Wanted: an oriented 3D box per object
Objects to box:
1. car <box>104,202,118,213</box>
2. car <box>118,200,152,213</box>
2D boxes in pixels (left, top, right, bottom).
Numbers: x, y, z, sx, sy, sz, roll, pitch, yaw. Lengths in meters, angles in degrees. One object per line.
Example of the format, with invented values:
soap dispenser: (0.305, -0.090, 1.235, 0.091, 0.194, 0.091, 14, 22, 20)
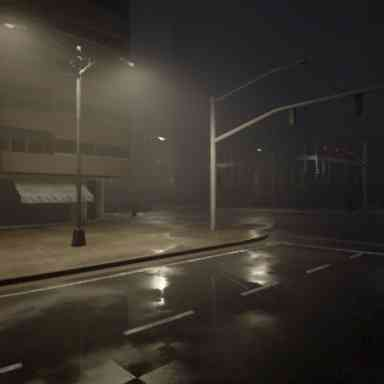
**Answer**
car: (-10.967, 1.883, 41.015, 1.895, 1.301, 4.718, 0, 0, -44)
car: (-6.926, 1.797, 41.884, 1.812, 1.442, 4.674, 0, 0, -44)
